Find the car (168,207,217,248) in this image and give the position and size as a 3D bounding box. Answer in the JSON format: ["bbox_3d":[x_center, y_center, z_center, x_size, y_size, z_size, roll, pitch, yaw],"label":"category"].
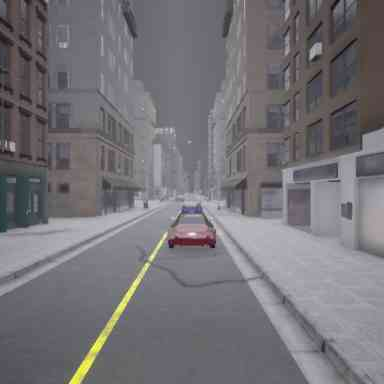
[{"bbox_3d":[0.000,1.572,14.651,1.994,1.385,4.181,0,0,0],"label":"car"}]

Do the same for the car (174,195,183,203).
[{"bbox_3d":[-2.749,1.457,71.956,1.882,1.535,5.008,0,0,0],"label":"car"}]

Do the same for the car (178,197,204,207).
[{"bbox_3d":[0.000,1.487,29.651,1.882,1.535,5.008,0,0,0],"label":"car"}]

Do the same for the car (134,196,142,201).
[{"bbox_3d":[-14.912,1.572,83.284,4.829,1.417,1.752,0,0,0],"label":"car"}]
